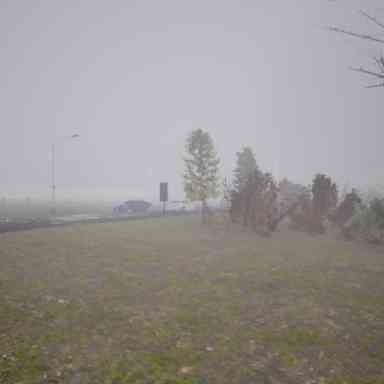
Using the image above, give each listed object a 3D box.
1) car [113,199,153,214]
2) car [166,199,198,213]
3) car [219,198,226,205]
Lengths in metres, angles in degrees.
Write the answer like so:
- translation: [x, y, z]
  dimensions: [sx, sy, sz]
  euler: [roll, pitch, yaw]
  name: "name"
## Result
- translation: [-6.298, 1.527, 35.749]
  dimensions: [1.882, 1.535, 5.008]
  euler: [-1, -1, 31]
  name: "car"
- translation: [-1.078, 1.571, 37.409]
  dimensions: [1.812, 1.442, 4.674]
  euler: [-1, -1, 31]
  name: "car"
- translation: [6.721, 1.501, 57.128]
  dimensions: [2.150, 2.045, 5.566]
  euler: [-1, -1, 31]
  name: "car"
